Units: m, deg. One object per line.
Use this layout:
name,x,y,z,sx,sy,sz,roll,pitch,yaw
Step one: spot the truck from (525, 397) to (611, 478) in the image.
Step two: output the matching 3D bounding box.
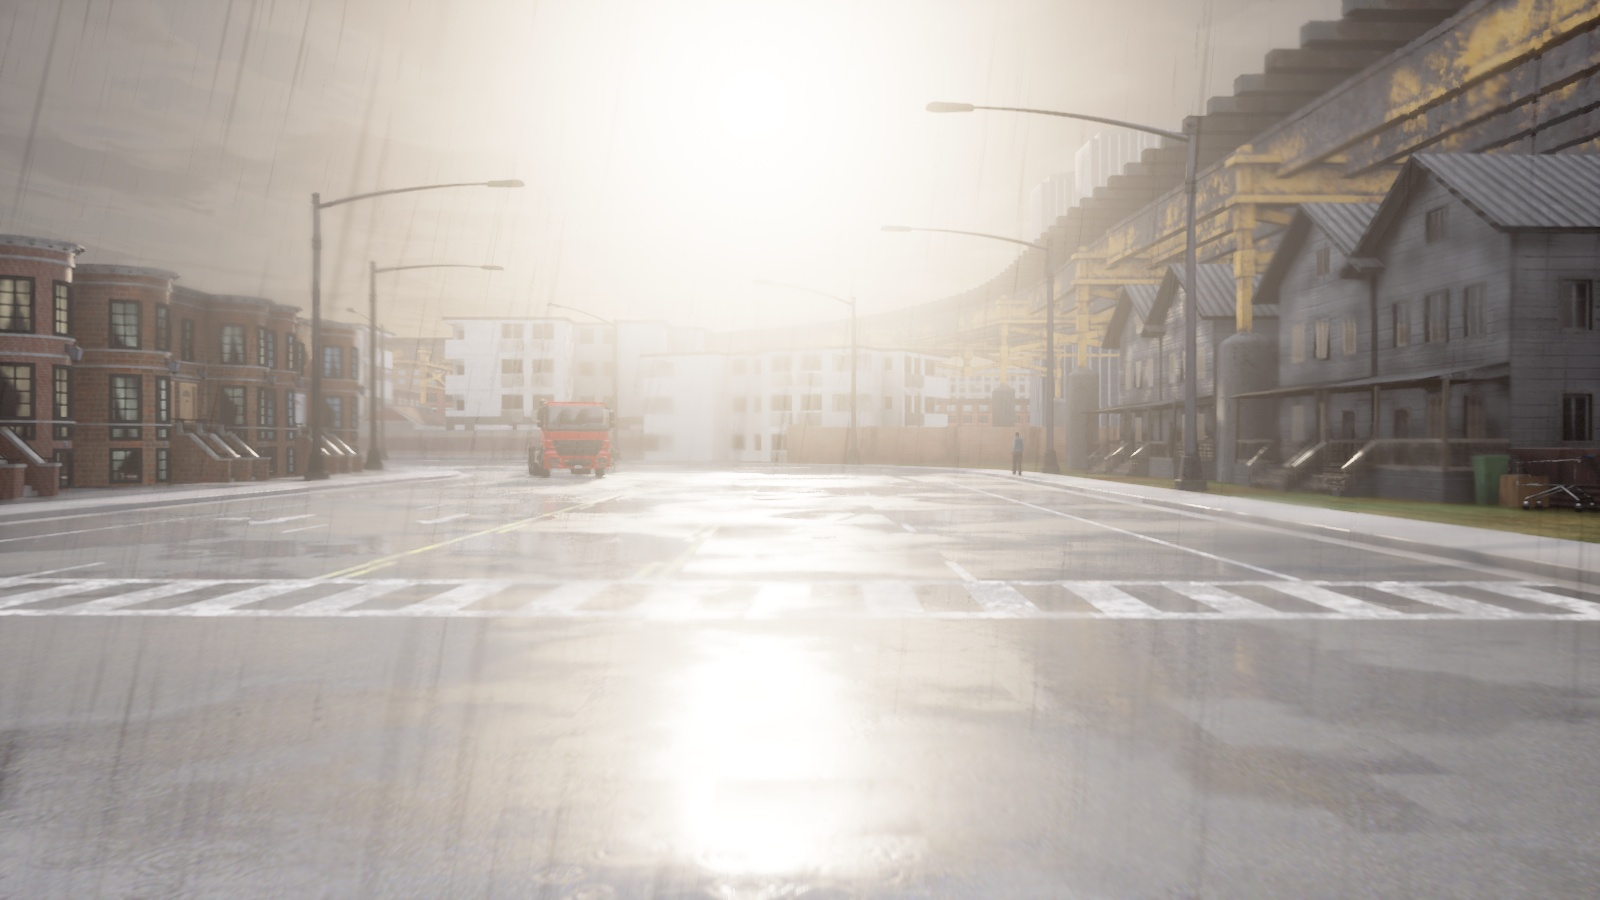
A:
truck,-10.791,-0.570,57.825,2.891,3.462,7.936,0,0,-18

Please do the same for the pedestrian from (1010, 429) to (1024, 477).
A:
pedestrian,8.804,0.122,50.926,0.396,1.930,0.692,0,0,-3
